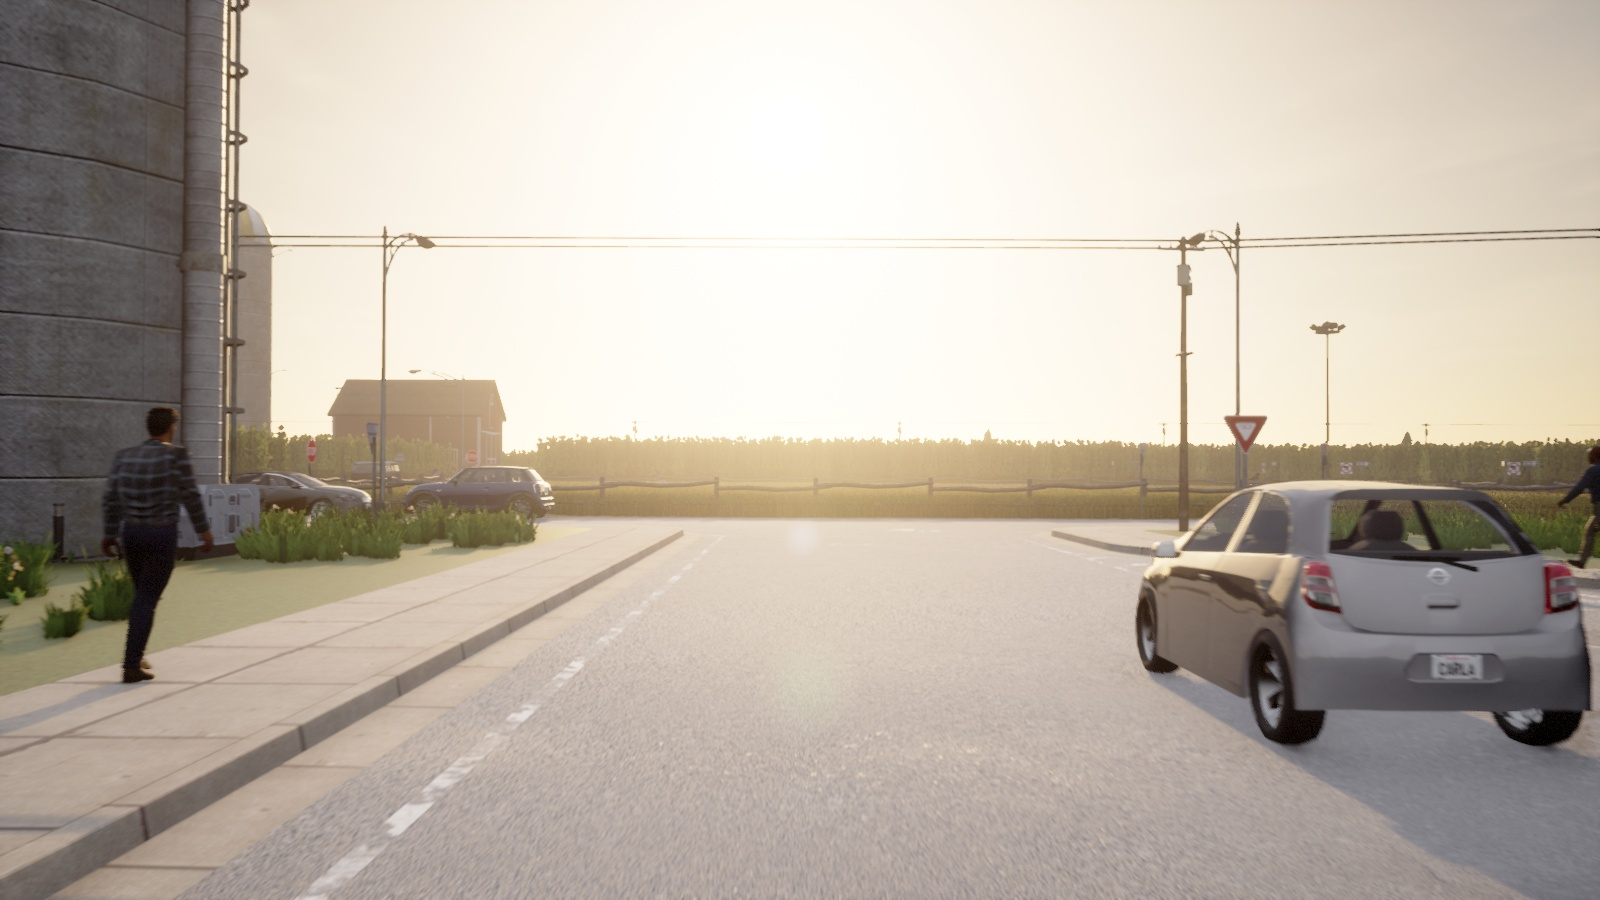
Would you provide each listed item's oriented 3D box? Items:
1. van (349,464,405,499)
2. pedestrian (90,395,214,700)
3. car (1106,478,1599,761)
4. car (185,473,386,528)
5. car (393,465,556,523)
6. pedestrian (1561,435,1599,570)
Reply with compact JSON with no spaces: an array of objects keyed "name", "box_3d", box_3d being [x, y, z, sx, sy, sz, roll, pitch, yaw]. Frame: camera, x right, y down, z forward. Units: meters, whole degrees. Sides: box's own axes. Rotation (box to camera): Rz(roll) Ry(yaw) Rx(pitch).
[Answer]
[{"name":"van","box_3d":[-25.172,1.845,74.916,1.775,1.987,4.442,0,-1,1]},{"name":"pedestrian","box_3d":[-4.324,0.628,8.421,0.423,1.949,0.788,0,-1,0]},{"name":"car","box_3d":[3.480,0.959,8.634,1.845,1.501,3.633,0,-1,0]},{"name":"car","box_3d":[-14.715,1.435,36.112,4.902,1.511,2.128,0,-1,2]},{"name":"car","box_3d":[-10.190,1.376,39.551,4.553,1.767,2.097,0,-1,2]},{"name":"pedestrian","box_3d":[10.970,0.716,17.309,0.370,1.835,0.726,0,-1,-19]}]
